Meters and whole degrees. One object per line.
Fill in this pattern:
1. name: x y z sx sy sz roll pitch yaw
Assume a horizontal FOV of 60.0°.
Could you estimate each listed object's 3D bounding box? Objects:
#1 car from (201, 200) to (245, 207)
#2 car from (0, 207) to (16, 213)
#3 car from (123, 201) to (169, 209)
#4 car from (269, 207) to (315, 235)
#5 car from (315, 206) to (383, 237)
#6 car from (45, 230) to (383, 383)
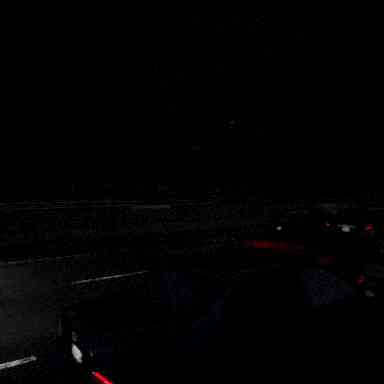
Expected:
1. car: 3.463 1.592 36.533 5.357 1.411 2.033 0 0 -35
2. car: -11.281 1.478 17.441 5.008 1.535 1.882 0 0 -35
3. car: -4.834 1.629 34.935 4.718 1.301 1.895 0 0 -35
4. car: 6.007 1.501 16.633 5.008 1.535 1.882 0 0 -36
5. car: 7.296 1.374 13.253 4.553 1.767 2.097 0 0 -36
6. car: 0.966 1.549 4.560 5.357 1.411 2.033 0 0 -36
